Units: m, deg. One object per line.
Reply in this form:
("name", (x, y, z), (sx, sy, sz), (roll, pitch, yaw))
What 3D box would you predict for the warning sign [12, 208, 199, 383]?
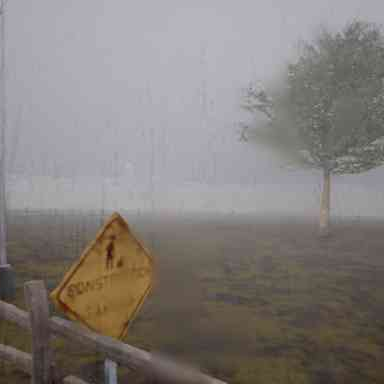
("warning sign", (-0.758, 1.114, 3.133), (1.060, 1.860, 1.300), (1, 0, 36))
